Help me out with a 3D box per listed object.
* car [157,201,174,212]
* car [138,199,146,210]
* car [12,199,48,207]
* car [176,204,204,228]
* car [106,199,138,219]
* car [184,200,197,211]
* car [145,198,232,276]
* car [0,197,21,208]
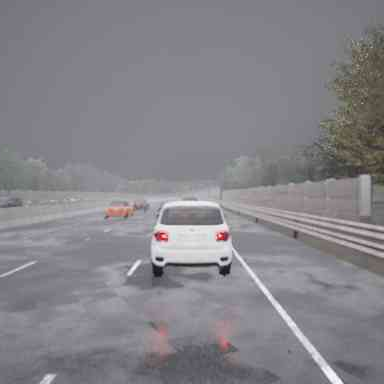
[{"bbox_3d":[-3.711,2.005,46.961,2.033,1.411,5.357,0,-1,-1],"label":"car"},{"bbox_3d":[-7.213,1.809,46.943,2.097,1.767,4.553,0,-1,0],"label":"car"},{"bbox_3d":[-17.751,1.863,37.694,2.128,1.511,4.902,0,-1,0],"label":"car"},{"bbox_3d":[-0.154,1.726,25.421,1.882,1.535,5.008,0,-1,0],"label":"car"},{"bbox_3d":[-7.112,1.679,33.243,2.097,1.767,4.553,0,0,0],"label":"car"},{"bbox_3d":[-0.229,1.981,48.901,1.837,1.490,4.892,0,0,0],"label":"car"},{"bbox_3d":[-0.043,1.323,10.845,2.150,2.045,5.566,0,-1,-1],"label":"car"},{"bbox_3d":[-21.251,1.596,37.708,2.150,2.045,5.566,0,-1,0],"label":"car"}]
